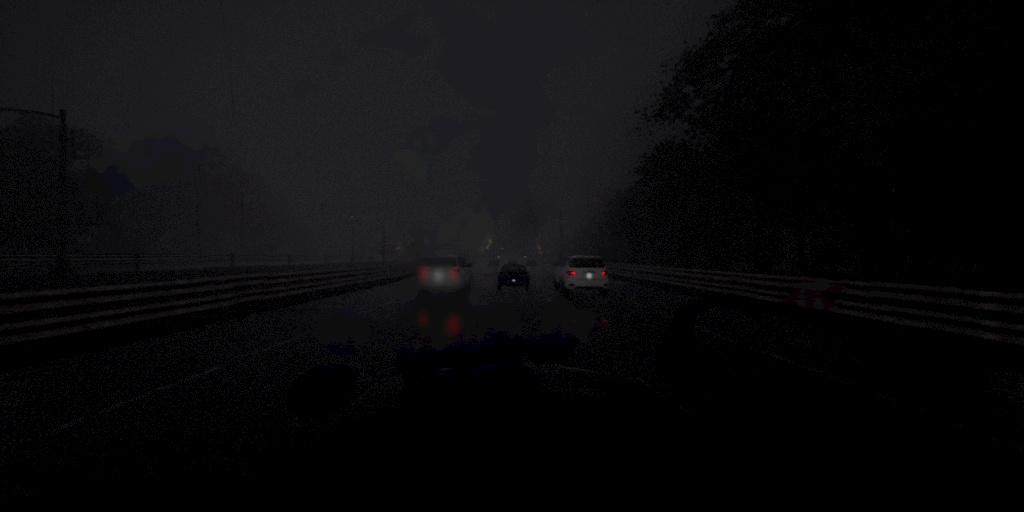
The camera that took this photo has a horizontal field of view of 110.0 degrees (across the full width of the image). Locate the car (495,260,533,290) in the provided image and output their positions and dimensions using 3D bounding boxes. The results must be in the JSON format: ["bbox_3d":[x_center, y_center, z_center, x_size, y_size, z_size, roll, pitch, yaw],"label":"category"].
[{"bbox_3d":[0.104,1.223,22.585,1.882,1.535,5.008,0,0,0],"label":"car"}]

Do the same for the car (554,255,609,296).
[{"bbox_3d":[3.602,0.969,19.398,2.150,2.045,5.566,0,0,0],"label":"car"}]

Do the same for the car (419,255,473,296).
[{"bbox_3d":[-3.399,0.969,19.301,2.150,2.045,5.566,0,0,0],"label":"car"}]
